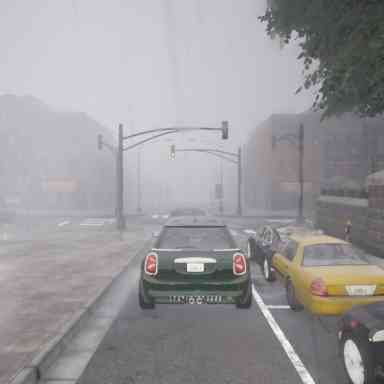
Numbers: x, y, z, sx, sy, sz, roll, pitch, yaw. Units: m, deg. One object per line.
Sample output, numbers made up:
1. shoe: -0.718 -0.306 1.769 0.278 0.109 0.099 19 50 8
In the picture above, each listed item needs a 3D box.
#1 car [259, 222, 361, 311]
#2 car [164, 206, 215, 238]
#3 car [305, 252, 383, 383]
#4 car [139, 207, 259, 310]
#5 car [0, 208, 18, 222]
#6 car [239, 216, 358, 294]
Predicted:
1. car: 2.685 1.524 7.597 1.752 1.417 4.829 -1 0 0
2. car: -0.322 1.567 18.991 2.033 1.411 5.357 1 -1 -10
3. car: 2.625 1.550 2.436 2.008 1.369 4.403 -1 0 0
4. car: 0.077 1.350 7.996 2.097 1.767 4.553 0 0 0
5. car: -14.726 1.427 23.072 4.892 1.490 1.837 1 1 0
6. car: 2.664 1.549 9.571 2.008 1.369 4.403 -1 0 0
